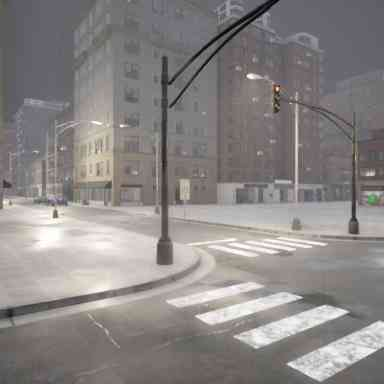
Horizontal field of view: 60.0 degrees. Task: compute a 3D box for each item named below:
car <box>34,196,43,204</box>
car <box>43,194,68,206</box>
[{"bbox_3d":[-25.417,1.287,56.319,1.994,1.385,4.181,0,0,-36],"label":"car"},{"bbox_3d":[-19.624,1.118,48.205,2.097,1.767,4.553,0,0,-36],"label":"car"}]
